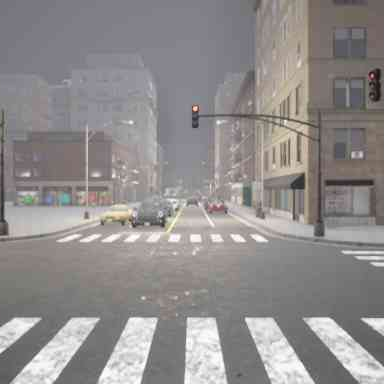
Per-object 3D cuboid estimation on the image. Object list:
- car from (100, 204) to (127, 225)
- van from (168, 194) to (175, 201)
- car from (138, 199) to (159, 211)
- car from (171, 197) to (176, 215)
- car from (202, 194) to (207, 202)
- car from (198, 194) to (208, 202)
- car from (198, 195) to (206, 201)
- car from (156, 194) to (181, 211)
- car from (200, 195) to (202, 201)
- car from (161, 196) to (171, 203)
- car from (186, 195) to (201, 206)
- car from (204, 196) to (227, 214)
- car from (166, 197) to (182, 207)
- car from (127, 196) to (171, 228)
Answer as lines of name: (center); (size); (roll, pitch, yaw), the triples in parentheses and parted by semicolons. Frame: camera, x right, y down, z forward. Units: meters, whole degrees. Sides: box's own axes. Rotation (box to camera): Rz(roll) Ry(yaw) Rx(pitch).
car: (-5.364, 1.545, 24.034); (1.752, 1.417, 4.829); (0, 0, 0)
van: (-5.302, 1.418, 86.485); (1.690, 1.788, 3.998); (0, 0, 0)
car: (-5.347, 1.585, 41.189); (2.008, 1.369, 4.403); (0, 0, 0)
car: (-2.808, 1.531, 31.710); (1.837, 1.490, 4.892); (0, 0, 0)
car: (2.678, 1.350, 41.181); (2.192, 1.841, 5.009); (0, 0, 0)
car: (2.718, 1.386, 80.814); (2.192, 1.841, 5.009); (0, 0, 0)
car: (2.729, 1.649, 92.138); (1.947, 1.339, 4.313); (0, 0, 0)
car: (-2.765, 1.257, 41.522); (2.150, 2.045, 5.566); (0, 0, 0)
car: (2.689, 1.570, 52.675); (1.752, 1.417, 4.829); (0, 0, 0)
car: (-5.319, 1.585, 69.329); (1.752, 1.417, 4.829); (0, 0, 0)
car: (0.054, 1.551, 54.139); (1.837, 1.490, 4.892); (0, 0, 0)
car: (2.672, 1.470, 35.519); (1.967, 1.590, 4.097); (0, 0, 0)
car: (-2.754, 1.592, 51.941); (2.033, 1.411, 5.357); (0, 0, 1)
car: (-2.780, 1.370, 22.522); (2.097, 1.767, 4.553); (0, 0, -1)
